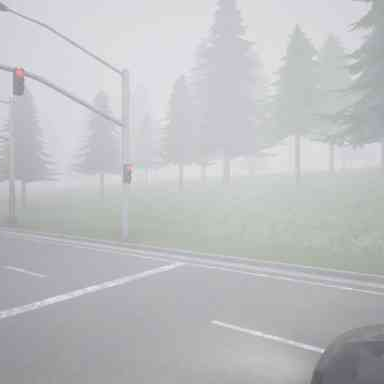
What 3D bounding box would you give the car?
[{"bbox_3d":[3.161,1.505,1.732,4.892,1.490,1.837,0,0,35],"label":"car"}]
